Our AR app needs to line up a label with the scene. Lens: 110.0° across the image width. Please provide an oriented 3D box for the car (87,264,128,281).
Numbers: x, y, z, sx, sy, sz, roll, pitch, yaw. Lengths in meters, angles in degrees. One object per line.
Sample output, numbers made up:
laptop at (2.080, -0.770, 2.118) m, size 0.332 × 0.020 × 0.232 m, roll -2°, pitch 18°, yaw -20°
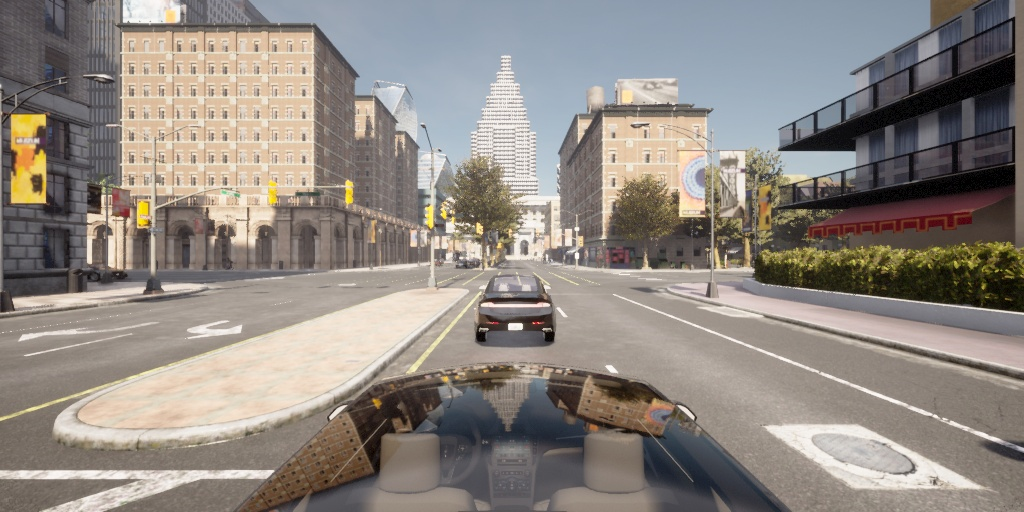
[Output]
car at (-34.159, 1.314, 29.252) m, size 4.181 × 1.385 × 1.994 m, roll 0°, pitch 0°, yaw 0°

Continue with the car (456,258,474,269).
car at (-8.002, 1.241, 58.545) m, size 2.128 × 1.511 × 4.902 m, roll 0°, pitch 0°, yaw 0°

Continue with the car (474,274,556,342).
car at (0.082, 1.242, 9.797) m, size 2.128 × 1.511 × 4.902 m, roll 0°, pitch 0°, yaw 0°

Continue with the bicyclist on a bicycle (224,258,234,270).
bicyclist on a bicycle at (-37.237, 1.050, 47.206) m, size 0.582 × 1.620 × 1.656 m, roll 0°, pitch 0°, yaw 0°
